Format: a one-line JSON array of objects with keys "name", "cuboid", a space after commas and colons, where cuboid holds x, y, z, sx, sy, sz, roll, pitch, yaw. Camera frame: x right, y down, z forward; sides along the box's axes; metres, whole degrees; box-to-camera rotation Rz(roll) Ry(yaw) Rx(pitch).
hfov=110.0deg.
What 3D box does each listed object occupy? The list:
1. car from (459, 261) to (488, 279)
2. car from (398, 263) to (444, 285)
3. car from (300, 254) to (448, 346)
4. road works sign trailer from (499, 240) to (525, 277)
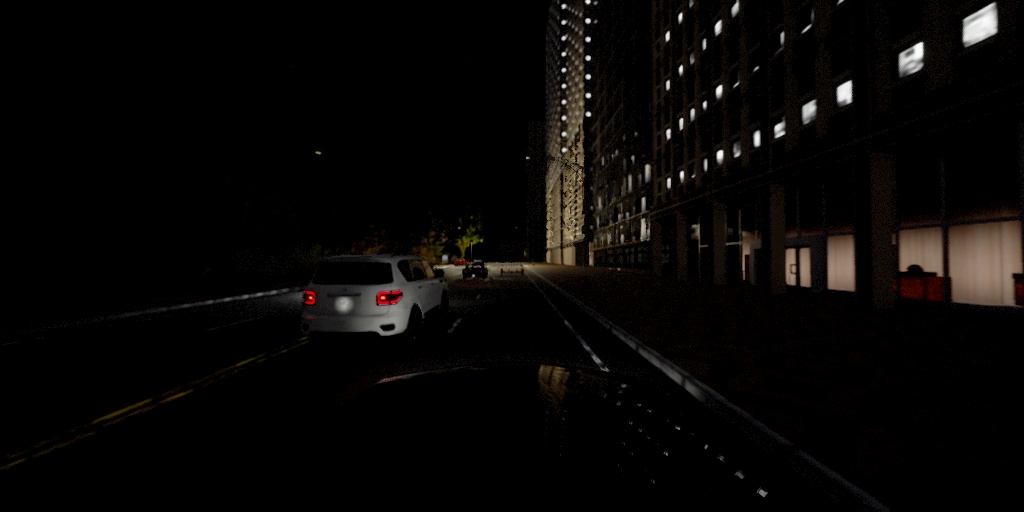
[{"name": "car", "cuboid": [-3.156, 1.320, 31.651, 1.895, 1.301, 4.718, 0, 0, 0]}, {"name": "car", "cuboid": [-6.597, 1.266, 26.673, 2.033, 1.411, 5.357, 0, 0, 0]}, {"name": "car", "cuboid": [-3.181, 0.961, 9.518, 2.150, 2.045, 5.566, 0, 0, 0]}, {"name": "road works sign trailer", "cuboid": [0.002, 0.184, 35.142, 2.380, 3.560, 2.880, 0, 0, 0]}]
